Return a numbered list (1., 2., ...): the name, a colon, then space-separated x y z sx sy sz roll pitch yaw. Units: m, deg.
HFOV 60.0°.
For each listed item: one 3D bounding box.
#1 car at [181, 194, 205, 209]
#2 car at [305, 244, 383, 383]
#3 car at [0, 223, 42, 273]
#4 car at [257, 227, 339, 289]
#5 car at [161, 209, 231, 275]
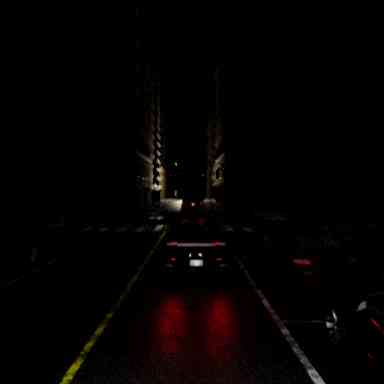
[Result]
1. car: 0.080 1.183 32.937 2.150 2.045 5.566 0 0 0
2. car: 2.868 1.567 3.300 1.947 1.339 4.313 -1 0 0
3. car: -5.677 1.547 8.884 1.887 1.381 4.507 -1 0 0
4. car: 2.869 1.584 8.886 1.802 1.307 4.206 -1 0 0
5. car: 0.099 1.494 10.443 2.128 1.511 4.902 0 0 0
